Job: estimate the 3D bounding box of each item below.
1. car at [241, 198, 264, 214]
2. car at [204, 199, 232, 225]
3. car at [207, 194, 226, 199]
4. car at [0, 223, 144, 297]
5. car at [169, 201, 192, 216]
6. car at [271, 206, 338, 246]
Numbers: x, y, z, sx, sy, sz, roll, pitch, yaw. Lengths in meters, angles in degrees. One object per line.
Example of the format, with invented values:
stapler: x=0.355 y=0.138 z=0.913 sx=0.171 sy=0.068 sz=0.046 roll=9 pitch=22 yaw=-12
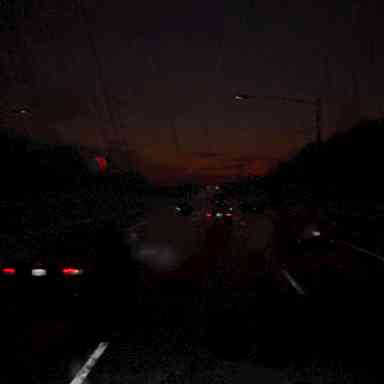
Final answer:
car: x=6.013 y=1.388 z=33.372 sx=1.882 sy=1.535 sz=5.008 roll=-1 pitch=0 yaw=4
car: x=1.805 y=1.468 z=23.095 sx=2.033 sy=1.411 sz=5.357 roll=-1 pitch=0 yaw=4
car: x=2.949 y=1.207 z=39.866 sx=2.150 sy=2.045 sz=5.566 roll=-1 pitch=0 yaw=4
car: x=-2.688 y=1.533 z=8.715 sx=2.033 sy=1.411 sz=5.357 roll=-1 pitch=0 yaw=4
car: x=-1.085 y=1.545 z=32.154 sx=1.994 sy=1.385 sz=4.181 roll=-1 pitch=0 yaw=4
car: x=4.733 y=1.364 z=14.663 sx=1.882 sy=1.535 sz=5.008 roll=-1 pitch=0 yaw=4
